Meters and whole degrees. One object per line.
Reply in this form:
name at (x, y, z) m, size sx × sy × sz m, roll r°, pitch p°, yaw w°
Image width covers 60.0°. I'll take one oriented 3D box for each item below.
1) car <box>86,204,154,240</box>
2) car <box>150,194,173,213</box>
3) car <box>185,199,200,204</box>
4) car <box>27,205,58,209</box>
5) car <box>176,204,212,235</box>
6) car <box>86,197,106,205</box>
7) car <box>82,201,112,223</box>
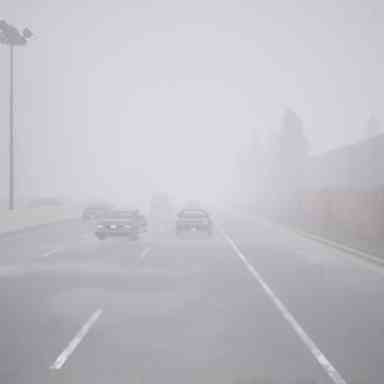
car at (-3.407, 1.556, 16.938) m, size 2.033 × 1.411 × 5.357 m, roll 0°, pitch 0°, yaw 0°
car at (-3.430, 1.240, 37.477) m, size 2.150 × 2.045 × 5.566 m, roll 0°, pitch 0°, yaw -1°
car at (0.083, 1.584, 41.156) m, size 1.994 × 1.385 × 4.181 m, roll 0°, pitch 0°, yaw 0°
car at (-14.093, 1.367, 31.274) m, size 2.097 × 1.767 × 4.553 m, roll 0°, pitch 0°, yaw 0°
car at (0.093, 1.610, 18.994) m, size 1.895 × 1.301 × 4.718 m, roll 0°, pitch 0°, yaw 0°
car at (-17.525, 1.642, 61.060) m, size 2.033 × 1.411 × 5.357 m, roll 0°, pitch 0°, yaw 0°
car at (-6.910, 1.504, 25.623) m, size 2.128 × 1.511 × 4.902 m, roll 0°, pitch 0°, yaw 0°
